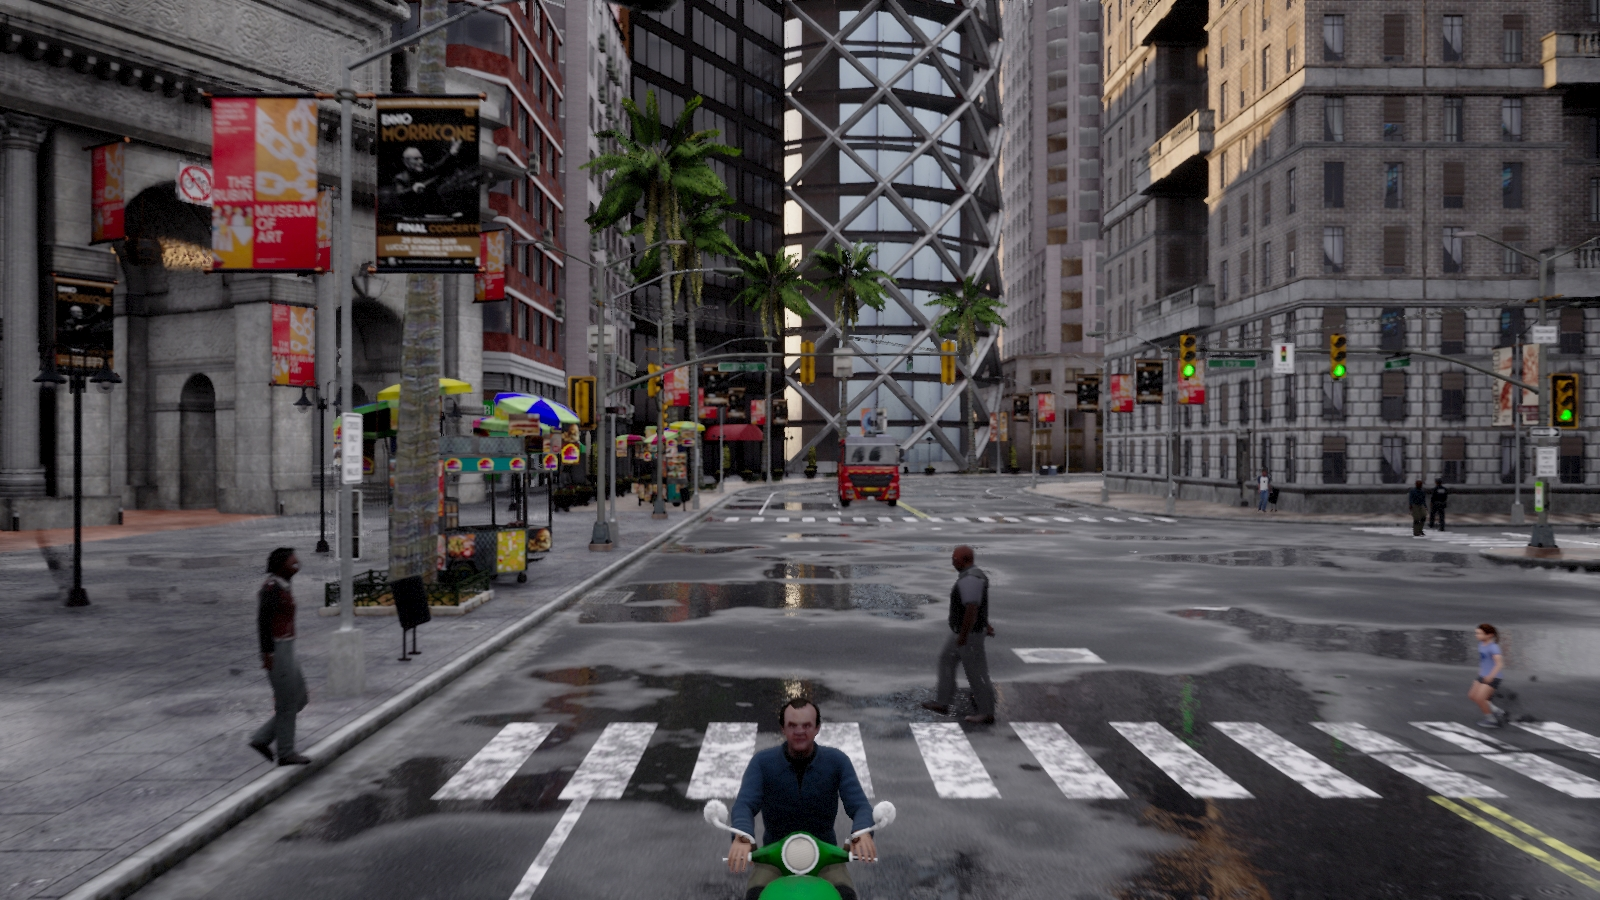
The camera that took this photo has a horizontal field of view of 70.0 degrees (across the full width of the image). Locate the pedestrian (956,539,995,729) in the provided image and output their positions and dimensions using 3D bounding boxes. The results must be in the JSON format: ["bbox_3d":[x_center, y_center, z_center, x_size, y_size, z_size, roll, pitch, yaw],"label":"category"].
[{"bbox_3d":[1.782,1.849,11.598,0.375,1.860,0.375,0,0,6],"label":"pedestrian"}]

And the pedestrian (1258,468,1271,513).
[{"bbox_3d":[19.569,1.697,48.171,0.375,1.860,0.375,0,0,-5],"label":"pedestrian"}]

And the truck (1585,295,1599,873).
[{"bbox_3d":[6.746,0.891,3.481,2.891,3.827,8.468,0,0,0],"label":"truck"}]

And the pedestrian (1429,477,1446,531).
[{"bbox_3d":[21.915,1.849,39.273,0.375,1.860,0.375,0,0,5],"label":"pedestrian"}]

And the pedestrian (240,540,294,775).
[{"bbox_3d":[-4.415,1.696,9.476,0.375,1.860,0.375,0,0,-19],"label":"pedestrian"}]

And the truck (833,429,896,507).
[{"bbox_3d":[3.265,0.891,60.041,2.891,3.827,8.468,0,0,0],"label":"truck"}]

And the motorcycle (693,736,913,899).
[{"bbox_3d":[0.010,2.182,5.346,0.856,1.236,1.805,0,0,0],"label":"motorcycle"}]

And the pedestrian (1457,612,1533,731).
[{"bbox_3d":[7.036,2.229,11.588,0.500,1.100,0.500,0,0,8],"label":"pedestrian"}]

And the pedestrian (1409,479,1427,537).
[{"bbox_3d":[19.784,1.848,36.567,0.375,1.860,0.375,0,0,1],"label":"pedestrian"}]
